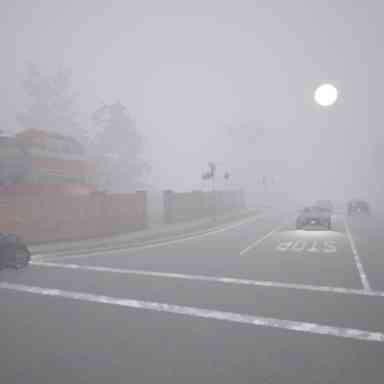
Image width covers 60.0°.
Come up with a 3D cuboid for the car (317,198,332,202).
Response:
[{"bbox_3d":[14.704,1.446,36.988,2.128,1.511,4.902,-2,-1,23],"label":"car"}]

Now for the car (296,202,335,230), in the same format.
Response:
[{"bbox_3d":[7.771,1.558,21.057,1.994,1.385,4.181,-2,-1,23],"label":"car"}]

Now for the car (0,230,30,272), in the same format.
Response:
[{"bbox_3d":[-6.401,1.566,9.345,2.097,1.767,4.553,0,-1,-7],"label":"car"}]

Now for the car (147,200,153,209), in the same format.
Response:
[{"bbox_3d":[-8.100,1.556,48.422,4.605,1.855,1.932,-2,-1,23],"label":"car"}]

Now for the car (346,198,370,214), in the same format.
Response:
[{"bbox_3d":[16.506,1.417,33.004,1.837,1.490,4.892,-4,-2,26],"label":"car"}]
